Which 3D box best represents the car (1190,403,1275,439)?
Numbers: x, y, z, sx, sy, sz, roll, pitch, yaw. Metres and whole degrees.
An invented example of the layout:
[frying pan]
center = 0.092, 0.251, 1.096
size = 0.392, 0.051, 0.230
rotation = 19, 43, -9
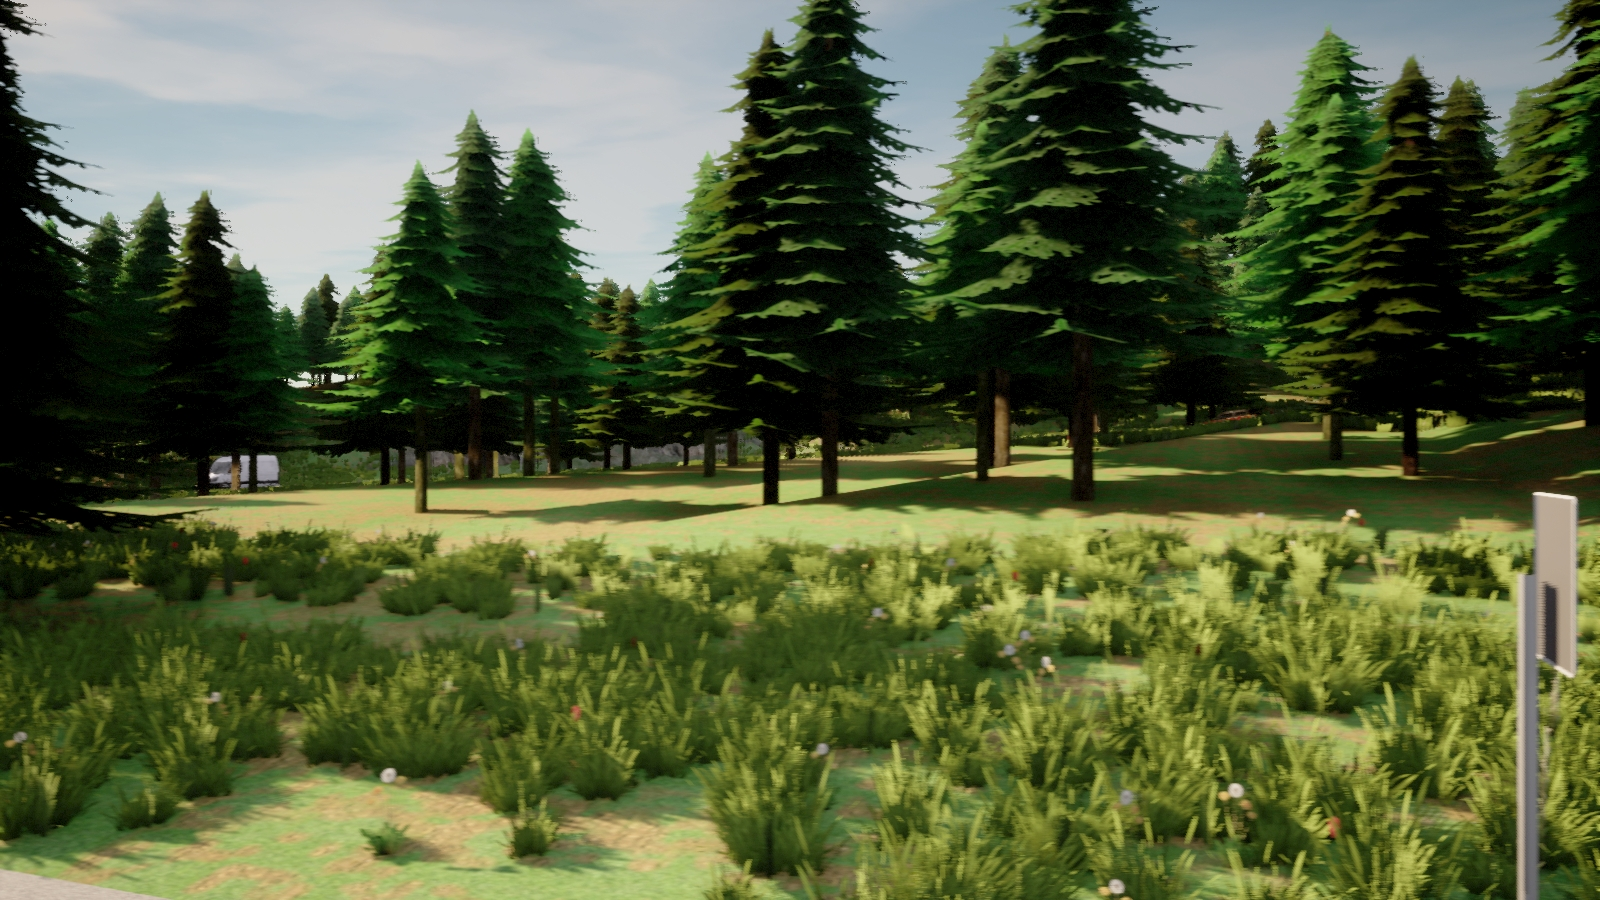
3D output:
[car]
center = 27.082, -1.779, 71.719
size = 2.097, 1.767, 4.553
rotation = 0, -5, -31
